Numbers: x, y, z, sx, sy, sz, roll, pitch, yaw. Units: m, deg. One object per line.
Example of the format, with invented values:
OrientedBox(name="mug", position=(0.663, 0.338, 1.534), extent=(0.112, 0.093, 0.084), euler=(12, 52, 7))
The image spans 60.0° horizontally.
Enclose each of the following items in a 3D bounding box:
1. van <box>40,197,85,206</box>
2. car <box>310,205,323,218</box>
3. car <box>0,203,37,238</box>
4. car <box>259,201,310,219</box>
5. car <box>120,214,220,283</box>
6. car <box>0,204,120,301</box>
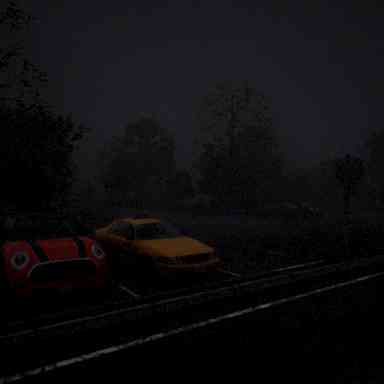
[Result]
OrientedBox(name="van", position=(-8.065, 1.265, 20.485), extent=(1.878, 1.987, 4.442), euler=(0, 0, -36))
OrientedBox(name="car", position=(11.290, 1.744, 34.615), extent=(2.185, 1.767, 4.553), euler=(1, -1, -36))
OrientedBox(name="car", position=(-10.508, 1.475, 19.094), extent=(1.946, 1.575, 5.366), euler=(0, 0, -36))
OrientedBox(name="car", position=(8.743, 1.842, 32.721), extent=(2.002, 1.452, 4.674), euler=(2, -1, -36))
OrientedBox(name="car", position=(-1.372, 1.483, 10.102), extent=(1.946, 1.575, 5.366), euler=(0, 0, -36))
OrientedBox(name="car", position=(-3.864, 1.347, 8.569), extent=(2.185, 1.767, 4.553), euler=(0, 0, -36))
